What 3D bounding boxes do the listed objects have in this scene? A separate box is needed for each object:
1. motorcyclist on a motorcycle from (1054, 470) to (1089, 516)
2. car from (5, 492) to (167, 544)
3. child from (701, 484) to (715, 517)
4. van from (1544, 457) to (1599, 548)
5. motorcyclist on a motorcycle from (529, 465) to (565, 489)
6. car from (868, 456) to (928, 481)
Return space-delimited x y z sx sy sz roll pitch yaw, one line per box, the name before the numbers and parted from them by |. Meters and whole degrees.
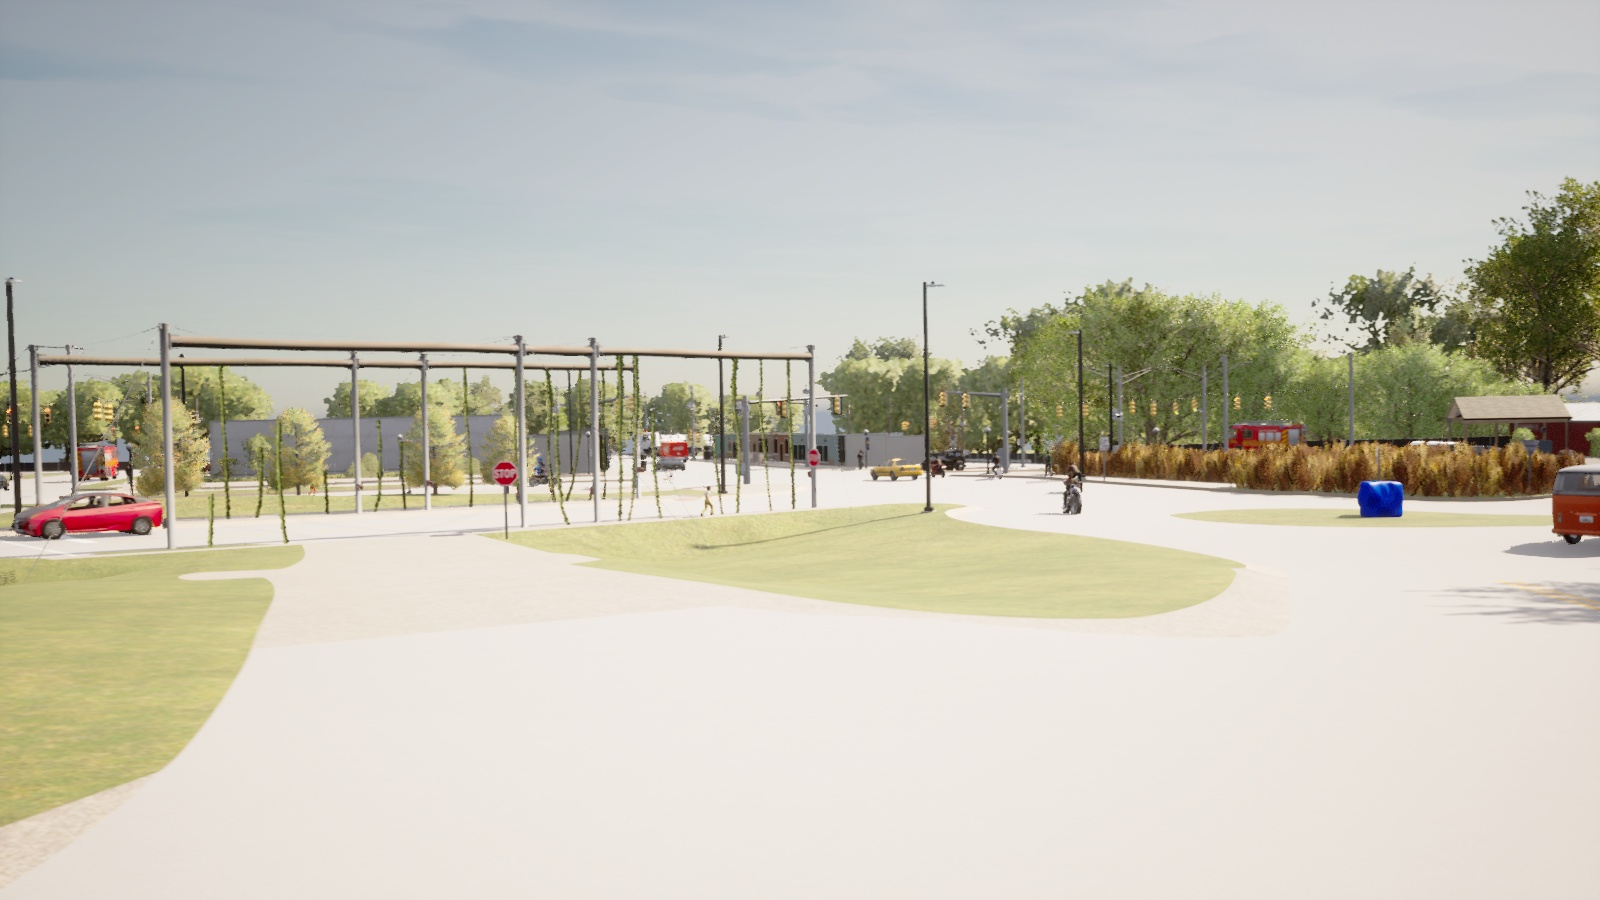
motorcyclist on a motorcycle | 10.130 1.576 46.919 0.766 1.649 2.350 1 -1 0
car | -24.853 2.332 43.826 2.007 1.525 4.514 0 1 44
child | -3.668 1.999 49.935 0.270 1.263 0.437 0 3 44
van | 20.188 1.177 30.324 4.442 1.987 1.775 -3 2 -29
motorcyclist on a motorcycle | -17.589 1.869 87.293 2.350 1.649 0.766 -1 0 -22
car | 6.551 1.214 84.894 1.801 1.575 5.366 -2 0 -22
